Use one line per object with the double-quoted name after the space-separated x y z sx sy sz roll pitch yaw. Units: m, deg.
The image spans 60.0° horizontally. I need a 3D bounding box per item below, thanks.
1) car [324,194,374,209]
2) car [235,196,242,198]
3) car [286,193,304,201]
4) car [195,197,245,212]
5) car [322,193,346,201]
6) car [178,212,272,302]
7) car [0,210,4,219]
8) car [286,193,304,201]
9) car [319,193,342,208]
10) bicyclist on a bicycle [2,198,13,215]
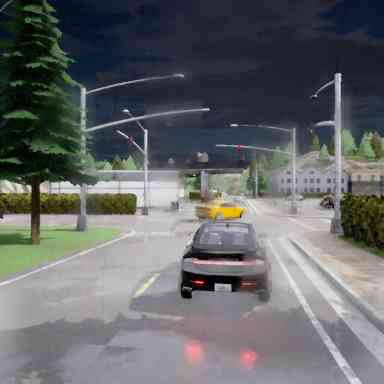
18.265 1.339 38.563 4.514 1.523 2.007 0 0 8 "car"
9.428 1.525 67.543 1.812 1.442 4.674 0 0 8 "car"
24.380 1.076 78.823 3.866 1.878 1.905 0 0 8 "car"
2.385 1.477 26.965 5.008 1.535 1.882 0 2 -45 "car"
31.720 1.097 74.483 4.605 1.855 1.932 0 0 8 "car"
0.878 1.491 8.337 2.128 1.511 4.902 0 0 8 "car"
-16.551 1.562 25.184 4.181 1.385 1.994 0 0 8 "car"
23.316 1.360 75.614 3.806 1.475 1.970 0 0 8 "car"
18.646 1.330 41.677 5.027 1.636 2.152 0 0 8 "car"
-17.982 1.453 32.449 0.582 1.620 1.656 0 0 7 "bicyclist on a bicycle"
